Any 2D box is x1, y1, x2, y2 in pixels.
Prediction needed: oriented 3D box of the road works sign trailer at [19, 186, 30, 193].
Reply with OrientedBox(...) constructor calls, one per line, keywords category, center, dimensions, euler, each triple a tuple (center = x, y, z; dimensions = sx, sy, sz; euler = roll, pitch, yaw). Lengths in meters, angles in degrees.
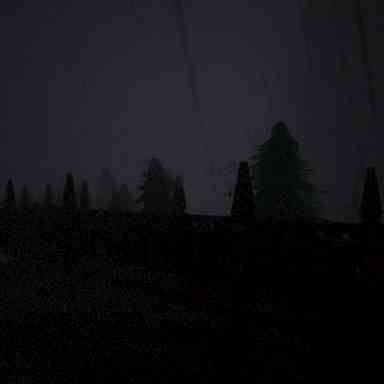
OrientedBox(category="road works sign trailer", center=(-35.800, 0.530, 71.514), dimensions=(2.380, 3.560, 2.880), euler=(0, 0, 5))
